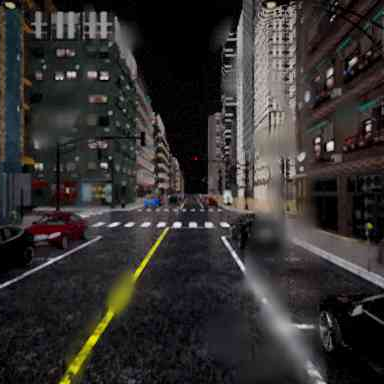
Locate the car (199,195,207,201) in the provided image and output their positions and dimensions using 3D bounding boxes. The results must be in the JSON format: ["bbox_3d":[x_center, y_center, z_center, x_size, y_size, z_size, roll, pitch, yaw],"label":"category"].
[{"bbox_3d":[2.722,1.436,85.229,2.008,1.369,4.403,0,0,0],"label":"car"}]

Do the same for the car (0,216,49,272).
[{"bbox_3d":[-5.680,1.549,8.621,1.947,1.339,4.313,0,0,0],"label":"car"}]

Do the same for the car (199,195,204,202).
[{"bbox_3d":[2.715,1.352,57.591,1.967,1.590,4.097,0,0,0],"label":"car"}]

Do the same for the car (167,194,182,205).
[{"bbox_3d":[-3.040,1.418,55.532,1.837,1.490,4.892,0,0,1],"label":"car"}]

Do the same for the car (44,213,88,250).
[{"bbox_3d":[-5.679,1.555,14.144,1.802,1.307,4.206,0,0,0],"label":"car"}]

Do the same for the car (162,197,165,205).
[{"bbox_3d":[-5.666,1.233,52.066,2.192,1.841,5.009,0,0,0],"label":"car"}]

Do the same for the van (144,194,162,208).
[{"bbox_3d":[-5.668,1.266,46.539,1.690,1.788,3.998,0,0,0],"label":"van"}]

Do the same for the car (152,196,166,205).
[{"bbox_3d":[-5.666,1.456,57.595,1.887,1.381,4.507,0,0,0],"label":"car"}]

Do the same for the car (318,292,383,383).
[{"bbox_3d":[2.699,1.560,3.083,1.947,1.339,4.313,0,0,0],"label":"car"}]

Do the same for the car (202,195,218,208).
[{"bbox_3d":[2.711,1.508,46.535,1.802,1.307,4.206,0,0,0],"label":"car"}]

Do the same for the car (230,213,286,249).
[{"bbox_3d":[2.702,1.540,14.130,1.947,1.339,4.313,0,0,0],"label":"car"}]

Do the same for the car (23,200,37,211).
[{"bbox_3d":[-18.773,1.287,35.383,4.313,1.339,1.947,1,-1,0],"label":"car"}]
